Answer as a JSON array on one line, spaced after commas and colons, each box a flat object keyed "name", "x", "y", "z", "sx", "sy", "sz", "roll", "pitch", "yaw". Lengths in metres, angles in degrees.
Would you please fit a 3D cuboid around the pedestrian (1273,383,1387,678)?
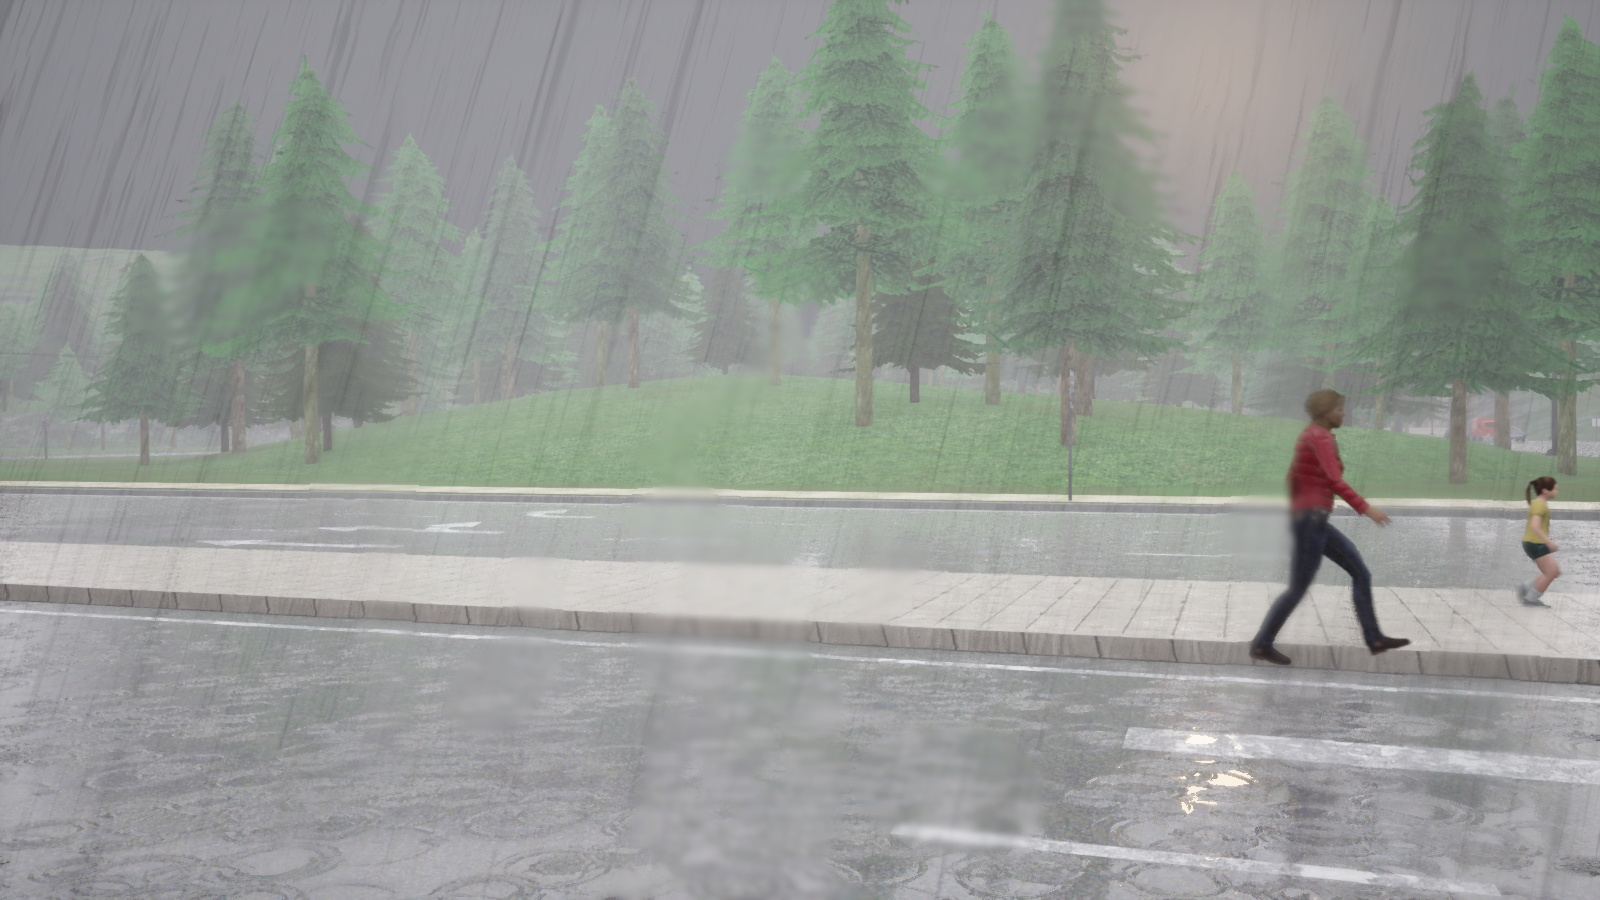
[{"name": "pedestrian", "x": 3.413, "y": 0.500, "z": 8.116, "sx": 0.636, "sy": 1.846, "sz": 0.331, "roll": 1, "pitch": 1, "yaw": 19}]

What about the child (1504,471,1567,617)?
[{"name": "child", "x": 5.779, "y": 0.727, "z": 9.875, "sx": 0.394, "sy": 1.110, "sz": 0.255, "roll": 1, "pitch": 1, "yaw": 26}]
